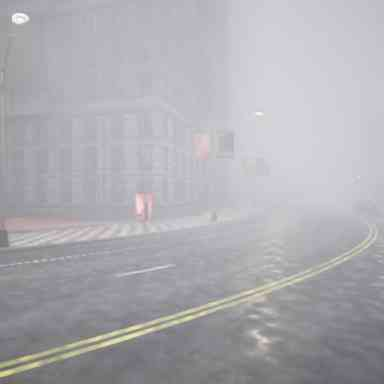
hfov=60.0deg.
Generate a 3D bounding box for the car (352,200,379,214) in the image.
[{"bbox_3d":[18.541,1.565,35.746,2.033,1.411,5.357,0,0,17],"label":"car"}]
